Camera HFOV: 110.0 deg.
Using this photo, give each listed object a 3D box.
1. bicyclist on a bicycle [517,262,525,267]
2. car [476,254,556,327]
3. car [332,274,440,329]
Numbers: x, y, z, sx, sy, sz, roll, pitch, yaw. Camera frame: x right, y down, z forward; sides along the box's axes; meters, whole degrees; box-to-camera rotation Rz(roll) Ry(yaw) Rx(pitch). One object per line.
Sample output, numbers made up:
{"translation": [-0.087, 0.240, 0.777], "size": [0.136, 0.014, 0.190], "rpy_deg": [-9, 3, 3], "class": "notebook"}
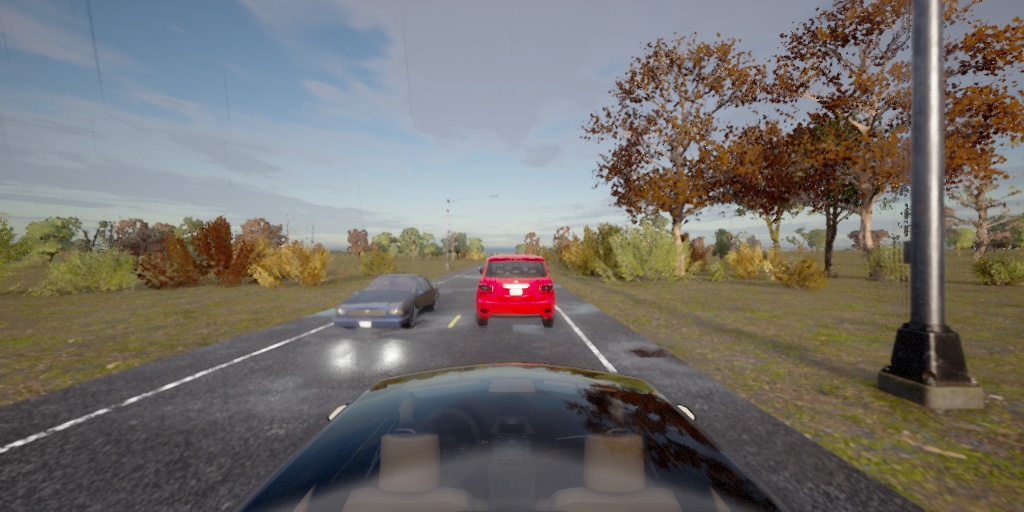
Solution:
{"translation": [0.899, 1.095, 33.600], "size": [0.659, 1.776, 1.843], "rpy_deg": [0, 0, 0], "class": "bicyclist on a bicycle"}
{"translation": [0.092, 0.966, 11.648], "size": [2.150, 2.045, 5.566], "rpy_deg": [0, 0, 0], "class": "car"}
{"translation": [-3.596, 1.290, 11.457], "size": [2.033, 1.411, 5.357], "rpy_deg": [0, 0, 0], "class": "car"}
